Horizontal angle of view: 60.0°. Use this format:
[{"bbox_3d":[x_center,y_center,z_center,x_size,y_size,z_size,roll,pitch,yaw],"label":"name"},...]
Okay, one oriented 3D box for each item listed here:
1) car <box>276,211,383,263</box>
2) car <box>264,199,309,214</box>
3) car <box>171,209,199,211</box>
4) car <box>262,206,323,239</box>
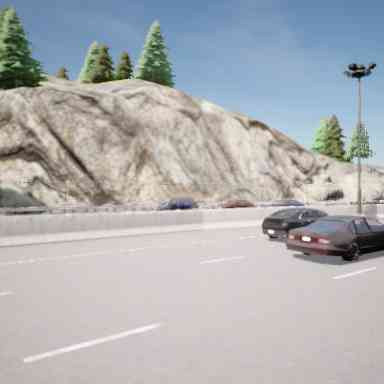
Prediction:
[{"bbox_3d":[5.735,1.547,12.035,5.357,1.411,2.033,0,0,-34],"label":"car"},{"bbox_3d":[9.990,1.524,35.217,4.674,1.442,1.812,0,0,-29],"label":"car"},{"bbox_3d":[-1.531,1.351,36.607,4.553,1.767,2.097,0,0,-31],"label":"car"},{"bbox_3d":[5.527,1.505,16.020,4.892,1.490,1.837,0,0,-33],"label":"car"}]
